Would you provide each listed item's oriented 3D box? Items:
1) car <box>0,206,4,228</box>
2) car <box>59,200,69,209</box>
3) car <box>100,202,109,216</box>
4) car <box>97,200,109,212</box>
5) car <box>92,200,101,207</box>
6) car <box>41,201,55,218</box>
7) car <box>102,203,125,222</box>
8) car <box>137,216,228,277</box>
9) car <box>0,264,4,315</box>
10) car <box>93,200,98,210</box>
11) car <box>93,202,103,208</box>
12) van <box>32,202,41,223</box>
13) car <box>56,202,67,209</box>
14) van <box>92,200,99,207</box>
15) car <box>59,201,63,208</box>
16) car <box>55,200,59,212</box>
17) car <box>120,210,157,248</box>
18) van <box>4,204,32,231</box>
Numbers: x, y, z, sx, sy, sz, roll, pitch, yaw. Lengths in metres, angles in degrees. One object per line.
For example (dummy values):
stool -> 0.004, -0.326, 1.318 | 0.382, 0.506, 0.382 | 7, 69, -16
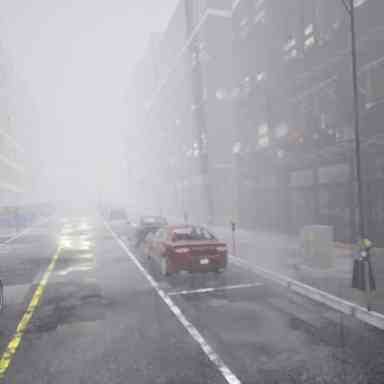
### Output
car -> -9.584, 1.630, 13.506 | 2.192, 1.841, 5.009 | 1, -1, -18
car -> -28.329, 2.724, 71.370 | 2.192, 1.841, 5.009 | 1, -1, -18
car -> -8.887, 2.138, 36.914 | 1.887, 1.381, 4.507 | 1, -1, -18
car -> -10.584, 2.132, 42.180 | 1.967, 1.590, 4.097 | 1, -1, -18
car -> -24.258, 2.849, 84.259 | 2.192, 1.841, 5.009 | 0, -1, -18
car -> -18.105, 2.104, 39.808 | 2.192, 1.841, 5.009 | 1, -1, -18
car -> -7.183, 2.042, 31.654 | 1.887, 1.381, 4.507 | 1, -1, -18
car -> -0.367, 1.674, 10.609 | 1.887, 1.381, 4.507 | 1, -1, -18
car -> -4.124, 1.651, 4.881 | 1.812, 1.442, 4.674 | -1, -1, -18
car -> -14.032, 2.206, 52.691 | 2.192, 1.841, 5.009 | 1, -1, -18
car -> -20.850, 2.894, 73.731 | 1.802, 1.307, 4.206 | 1, -1, -18
van -> -14.697, 1.935, 29.286 | 1.690, 1.788, 3.998 | 1, -1, -18
car -> -30.035, 3.063, 76.626 | 1.887, 1.381, 4.507 | 1, -1, -18
van -> -25.962, 2.990, 89.520 | 1.690, 1.788, 3.998 | 0, -1, -18
car -> -23.219, 2.656, 55.585 | 1.947, 1.339, 4.313 | 1, -1, -18
car -> -19.809, 2.203, 45.068 | 2.192, 1.841, 5.009 | 1, -1, -18
car -> -2.071, 1.769, 15.871 | 2.008, 1.369, 4.403 | 1, -1, -18
van -> -12.992, 1.839, 24.025 | 1.690, 1.788, 3.998 | 1, -1, -18
